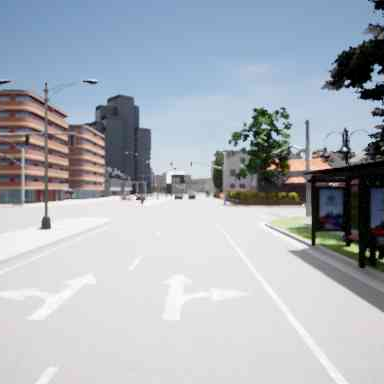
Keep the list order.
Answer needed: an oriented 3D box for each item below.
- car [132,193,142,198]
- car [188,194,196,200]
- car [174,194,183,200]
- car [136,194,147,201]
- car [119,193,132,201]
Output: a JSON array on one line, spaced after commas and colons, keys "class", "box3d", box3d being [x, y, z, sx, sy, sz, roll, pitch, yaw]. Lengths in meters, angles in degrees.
[{"class": "car", "box3d": [-14.998, 0.871, 91.034, 1.994, 1.385, 4.181, 0, 0, 0]}, {"class": "car", "box3d": [0.002, 1.197, 85.646, 1.882, 1.535, 5.008, 0, 0, 0]}, {"class": "car", "box3d": [-3.498, 1.244, 85.646, 2.128, 1.511, 4.902, 0, 0, 0]}, {"class": "car", "box3d": [-11.498, 1.295, 75.297, 2.033, 1.411, 5.357, 0, 0, 0]}, {"class": "car", "box3d": [-14.998, 1.110, 75.327, 2.097, 1.767, 4.553, 0, 0, 0]}]
